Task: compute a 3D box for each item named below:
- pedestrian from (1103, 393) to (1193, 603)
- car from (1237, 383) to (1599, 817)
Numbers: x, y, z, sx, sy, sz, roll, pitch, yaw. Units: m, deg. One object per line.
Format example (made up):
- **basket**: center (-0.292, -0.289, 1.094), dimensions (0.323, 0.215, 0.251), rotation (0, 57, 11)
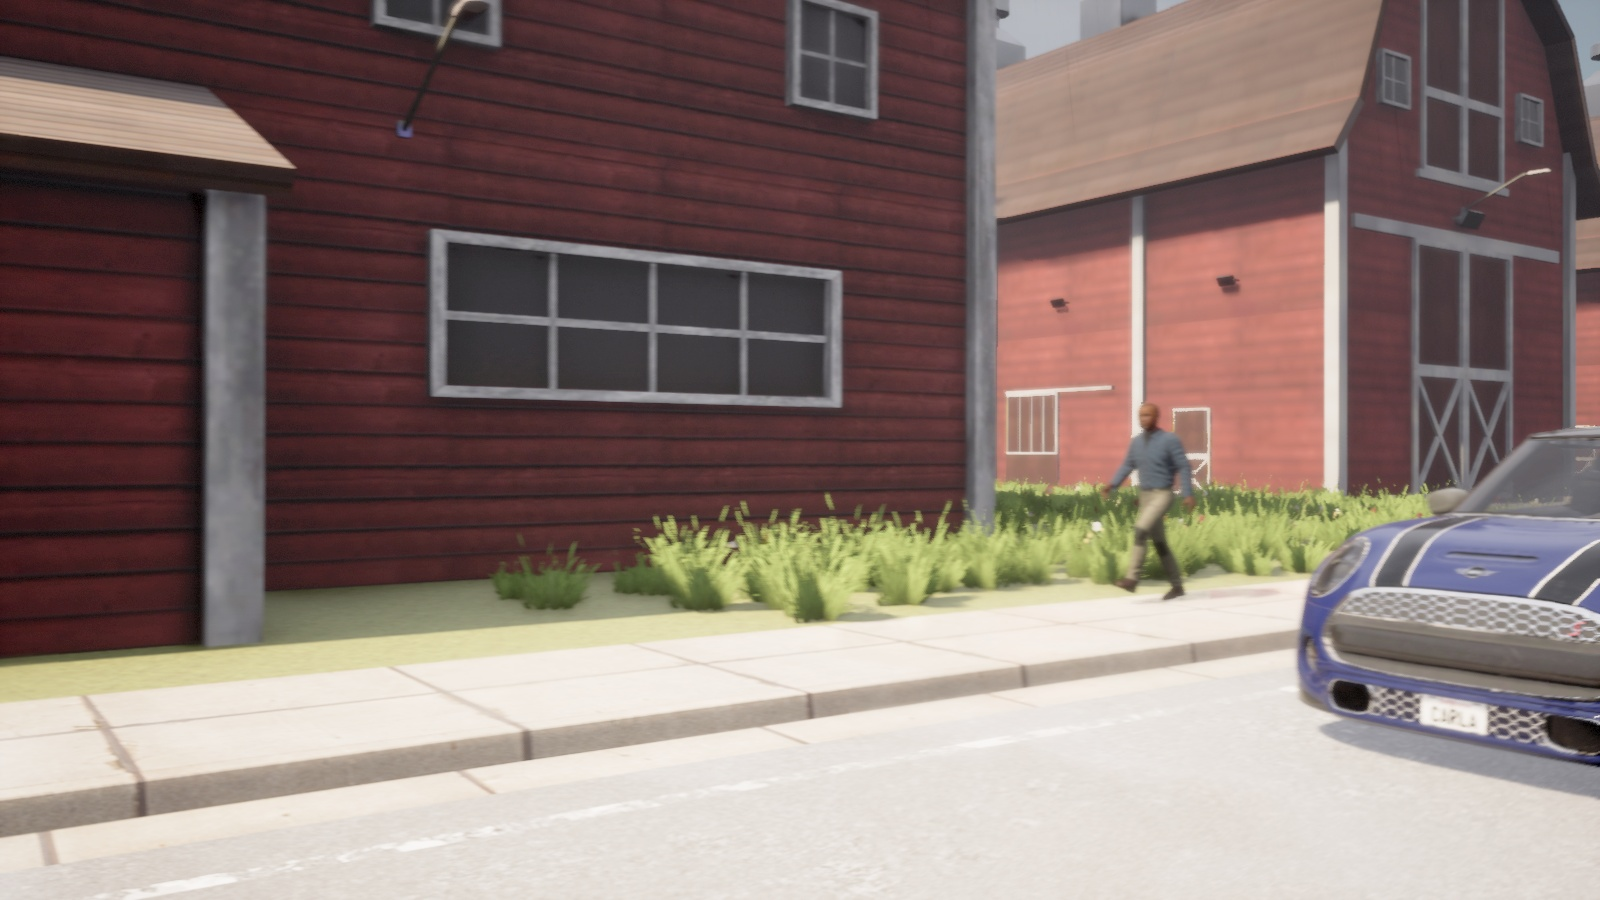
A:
- **pedestrian**: center (3.133, 0.422, 11.311), dimensions (0.726, 1.835, 0.370), rotation (0, 0, -30)
- **car**: center (4.740, 0.611, 6.959), dimensions (4.553, 1.767, 2.097), rotation (0, 0, -35)
